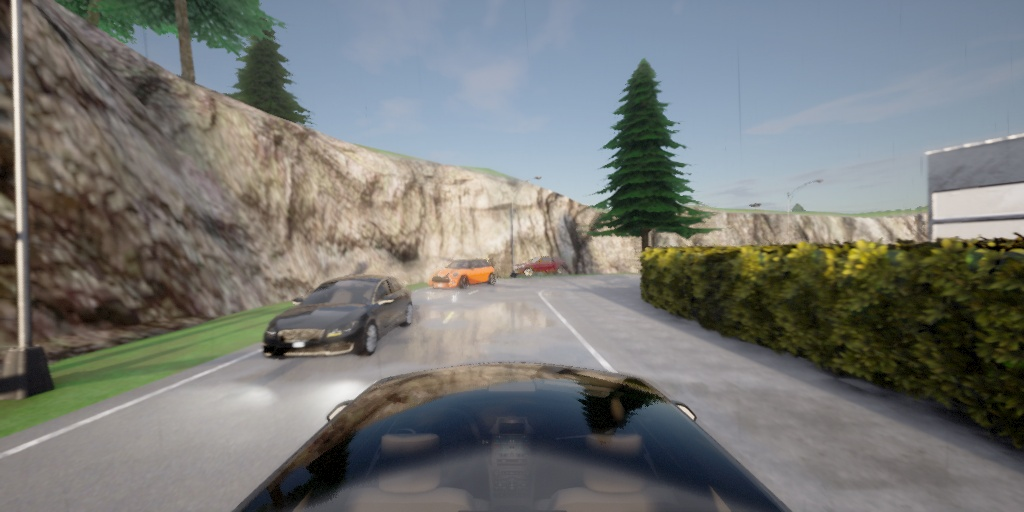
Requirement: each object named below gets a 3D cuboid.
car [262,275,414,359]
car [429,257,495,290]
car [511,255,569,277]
[{"bbox_3d":[-3.727,1.252,8.596,1.837,1.490,4.892,-1,0,-1],"label":"car"},{"bbox_3d":[-2.884,0.982,21.350,2.097,1.767,4.553,0,1,28],"label":"car"},{"bbox_3d":[2.136,0.688,27.042,4.674,1.442,1.812,-1,1,-28],"label":"car"}]
